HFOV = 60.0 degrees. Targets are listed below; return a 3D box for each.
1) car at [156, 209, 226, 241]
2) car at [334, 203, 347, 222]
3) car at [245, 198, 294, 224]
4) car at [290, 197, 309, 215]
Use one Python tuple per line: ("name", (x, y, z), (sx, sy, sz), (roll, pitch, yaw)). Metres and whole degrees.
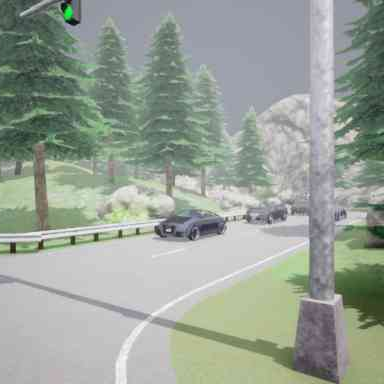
("car", (0.049, 1.578, 16.970), (1.994, 1.385, 4.181), (0, 0, 35))
("car", (11.146, 1.594, 26.716), (1.812, 1.442, 4.674), (0, -1, 35))
("car", (5.709, 1.506, 25.147), (2.128, 1.511, 4.902), (0, 0, 35))
("car", (11.309, 1.519, 33.694), (1.837, 1.490, 4.892), (0, 0, 28))
